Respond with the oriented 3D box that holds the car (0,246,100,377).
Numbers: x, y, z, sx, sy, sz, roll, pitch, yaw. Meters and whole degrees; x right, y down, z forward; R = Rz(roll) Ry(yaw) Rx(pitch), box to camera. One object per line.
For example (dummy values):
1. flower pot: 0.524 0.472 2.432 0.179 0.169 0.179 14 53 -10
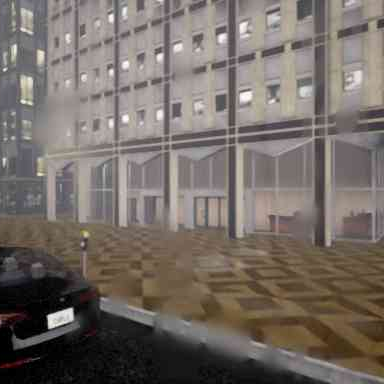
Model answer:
1. car: -3.264 1.539 5.206 4.313 1.339 1.947 0 0 35
